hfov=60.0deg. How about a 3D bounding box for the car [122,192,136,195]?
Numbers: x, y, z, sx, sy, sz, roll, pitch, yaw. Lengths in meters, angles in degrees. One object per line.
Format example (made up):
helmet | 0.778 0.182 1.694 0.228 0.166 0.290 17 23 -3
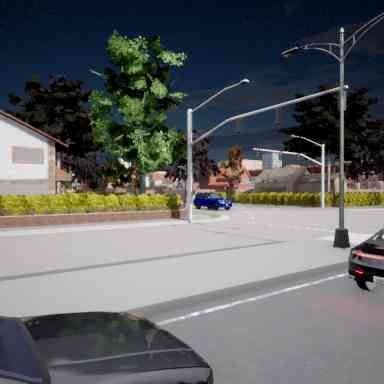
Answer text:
car | -11.183 1.068 59.310 2.150 2.045 5.566 0 0 -36

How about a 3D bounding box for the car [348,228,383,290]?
car | 5.592 1.474 7.733 4.902 1.511 2.128 0 0 -35

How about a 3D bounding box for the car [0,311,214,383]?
car | -2.342 1.543 2.073 5.357 1.411 2.033 0 0 -36

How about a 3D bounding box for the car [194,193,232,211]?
car | 2.434 1.120 40.407 2.150 2.045 5.566 0 0 -36
